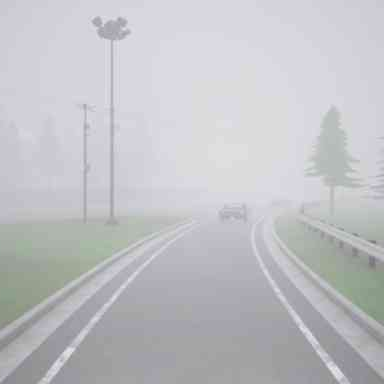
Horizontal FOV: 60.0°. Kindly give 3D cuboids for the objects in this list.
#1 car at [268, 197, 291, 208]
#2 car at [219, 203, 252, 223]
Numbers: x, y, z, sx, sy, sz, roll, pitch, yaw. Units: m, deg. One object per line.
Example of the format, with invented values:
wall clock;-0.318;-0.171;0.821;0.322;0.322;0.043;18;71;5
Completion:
car;11.501;1.344;43.366;1.895;1.301;4.718;0;0;30
car;3.302;1.450;24.507;1.895;1.301;4.718;0;0;15
